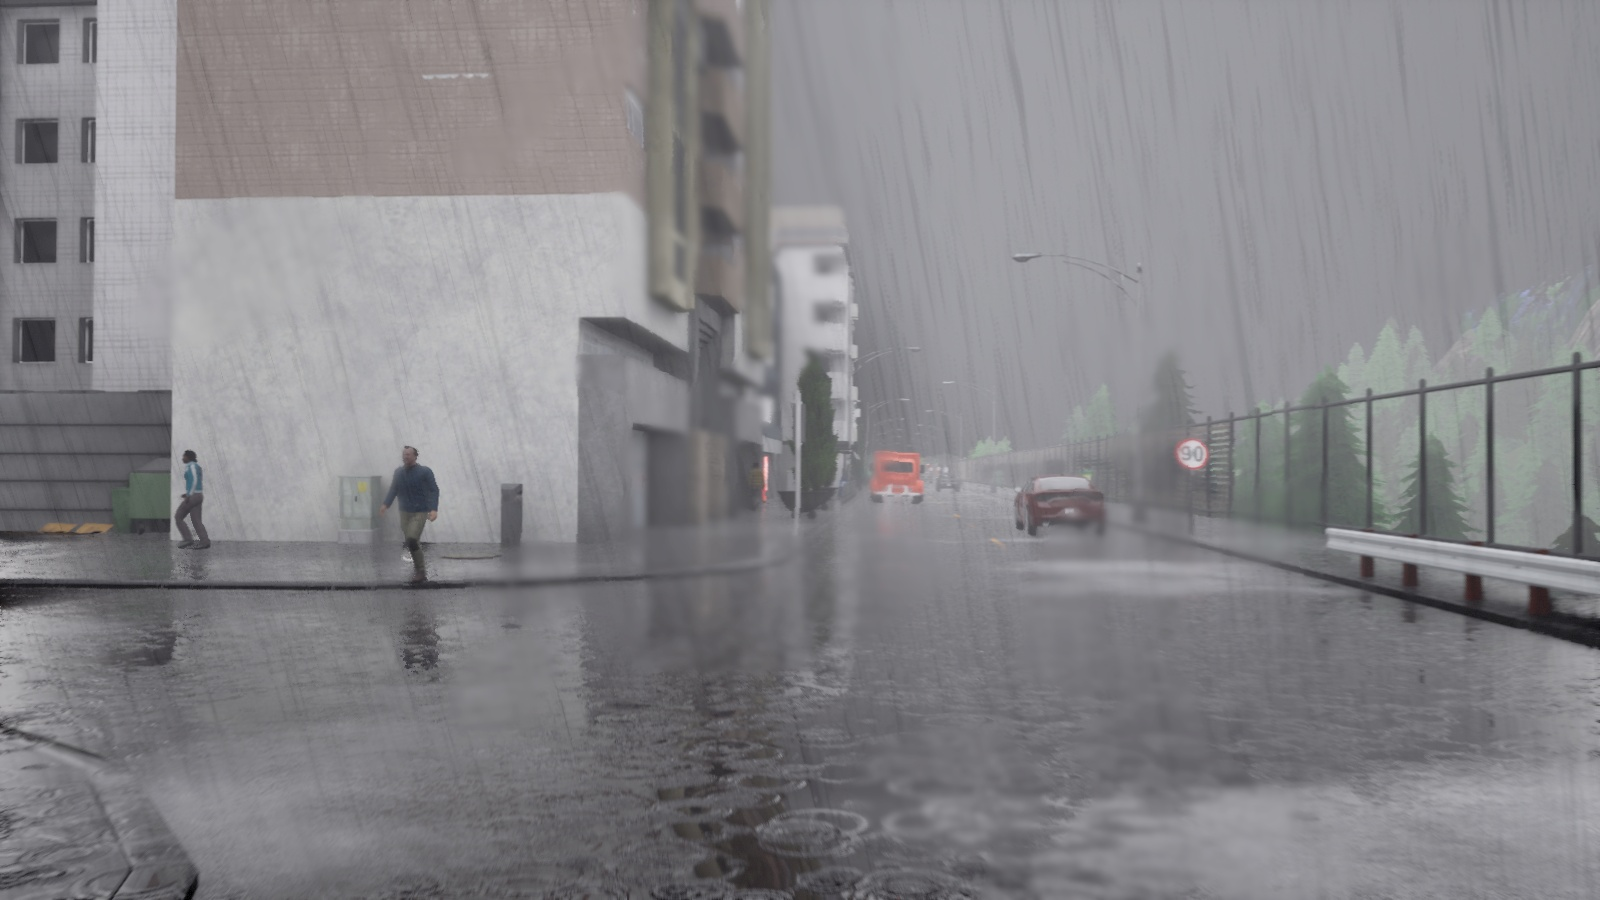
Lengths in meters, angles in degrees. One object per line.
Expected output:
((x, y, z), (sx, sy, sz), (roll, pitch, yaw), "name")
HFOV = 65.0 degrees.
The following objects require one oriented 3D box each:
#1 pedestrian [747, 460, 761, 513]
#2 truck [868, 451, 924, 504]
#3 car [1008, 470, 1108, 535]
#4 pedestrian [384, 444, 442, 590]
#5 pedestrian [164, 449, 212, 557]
((-1.603, 1.260, 43.572), (0.431, 1.840, 0.709), (0, -1, -5), "pedestrian")
((4.729, 1.341, 61.876), (2.627, 2.467, 5.204), (0, -1, 4), "truck")
((6.621, 1.309, 32.706), (1.882, 1.535, 5.008), (0, -1, 4), "car")
((-5.011, 0.852, 16.286), (0.402, 1.842, 0.726), (0, -1, 13), "pedestrian")
((-11.093, 0.960, 22.768), (0.692, 1.930, 0.396), (0, -1, -5), "pedestrian")
